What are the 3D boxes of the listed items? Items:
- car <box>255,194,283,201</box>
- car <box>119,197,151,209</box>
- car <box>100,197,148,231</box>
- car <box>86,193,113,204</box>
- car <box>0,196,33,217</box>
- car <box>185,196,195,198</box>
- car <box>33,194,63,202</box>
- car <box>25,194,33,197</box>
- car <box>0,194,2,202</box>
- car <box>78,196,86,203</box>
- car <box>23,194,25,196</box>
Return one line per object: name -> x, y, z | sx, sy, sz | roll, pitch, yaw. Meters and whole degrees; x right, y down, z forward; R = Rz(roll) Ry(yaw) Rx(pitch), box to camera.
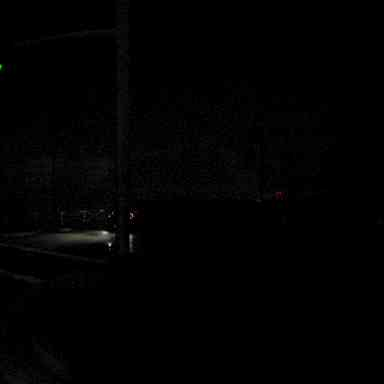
car -> 8.436, 1.218, 37.032 | 2.150, 2.045, 5.566 | 0, 0, 35
car -> -7.488, 1.376, 43.809 | 1.970, 1.475, 3.806 | 0, 0, 35
car -> -3.033, 1.348, 20.545 | 2.097, 1.767, 4.553 | 0, 0, 35
car -> -15.861, 1.086, 58.991 | 1.932, 1.855, 4.605 | 0, 0, 35
car -> -15.798, 1.332, 26.887 | 2.007, 1.523, 4.514 | 0, 0, 35
car -> -0.769, 1.367, 48.146 | 1.845, 1.501, 3.633 | 0, 0, 35
car -> -28.916, 1.138, 67.722 | 2.152, 1.636, 5.027 | 0, 0, 35
car -> -34.342, 1.215, 71.164 | 1.970, 1.475, 3.806 | 0, 0, 35
car -> -41.403, 1.280, 67.525 | 2.007, 1.523, 4.514 | 0, 0, 35
car -> -18.471, 1.064, 60.333 | 1.905, 1.878, 3.866 | 0, 0, 35
car -> -23.627, 1.309, 41.763 | 1.845, 1.501, 3.633 | 0, 0, 35
